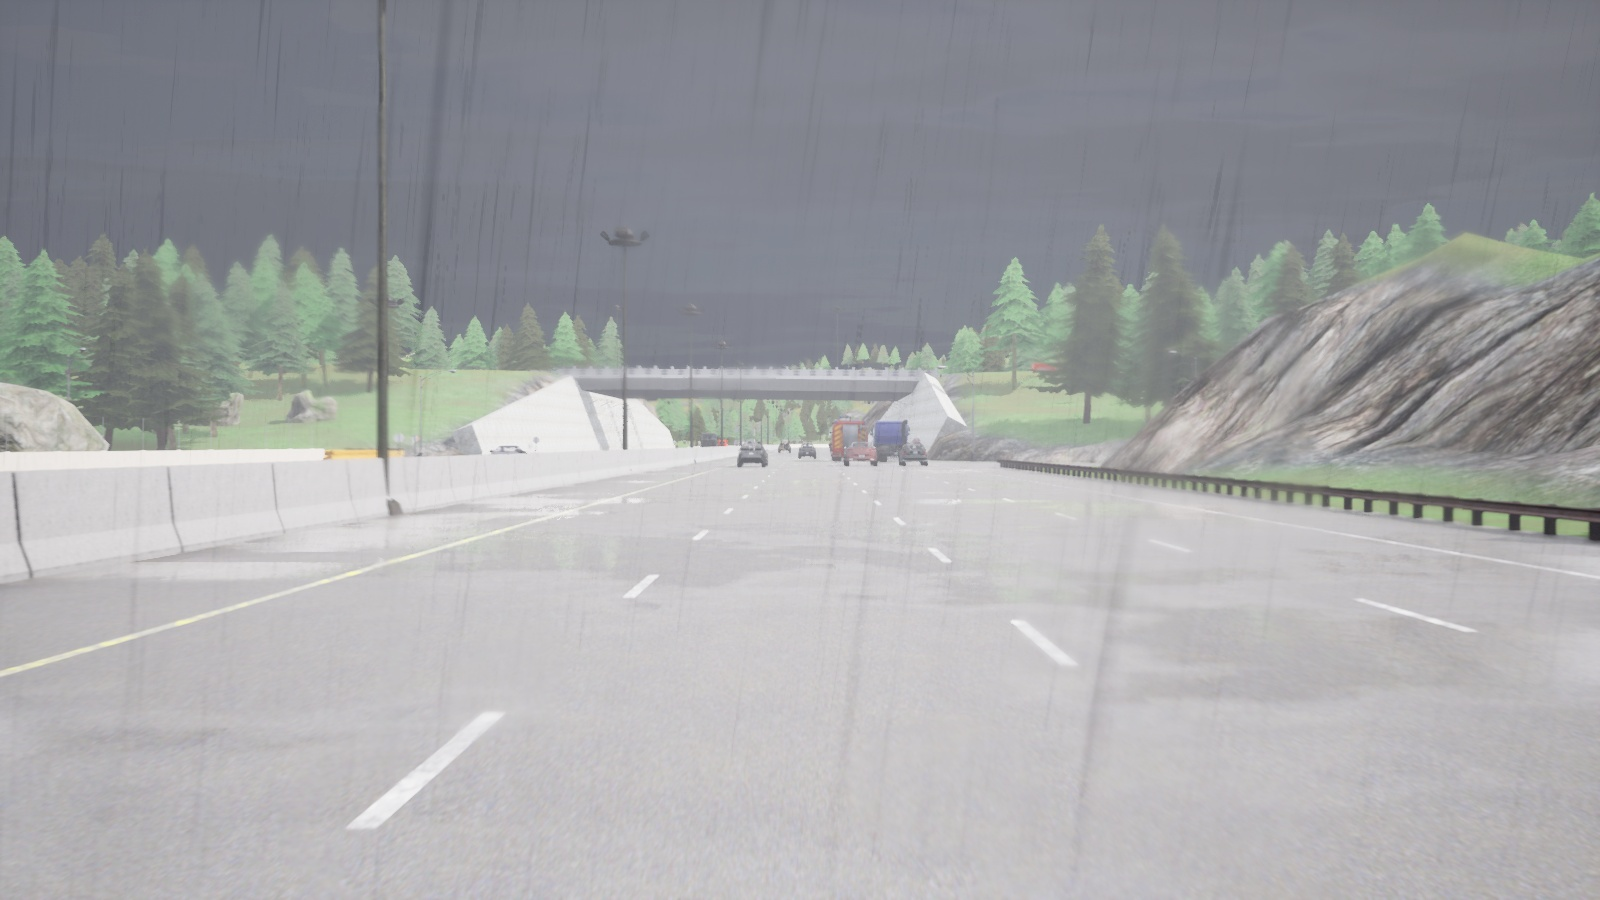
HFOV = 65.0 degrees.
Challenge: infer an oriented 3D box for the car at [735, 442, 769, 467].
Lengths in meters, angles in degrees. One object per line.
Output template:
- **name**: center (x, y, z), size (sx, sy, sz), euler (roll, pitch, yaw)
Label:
- **car**: center (-3.027, 0.280, 80.335), size (2.007, 1.525, 4.514), euler (0, 0, 0)

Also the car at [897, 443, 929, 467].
- **car**: center (7.491, 0.301, 83.439), size (1.789, 1.549, 3.705), euler (0, 0, 0)

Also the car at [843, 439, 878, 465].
- **car**: center (3.992, 0.102, 83.511), size (2.152, 1.651, 5.027), euler (0, 0, 0)

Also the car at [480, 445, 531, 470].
- **car**: center (-17.069, 0.423, 73.027), size (1.994, 1.385, 4.181), euler (0, 0, 0)
